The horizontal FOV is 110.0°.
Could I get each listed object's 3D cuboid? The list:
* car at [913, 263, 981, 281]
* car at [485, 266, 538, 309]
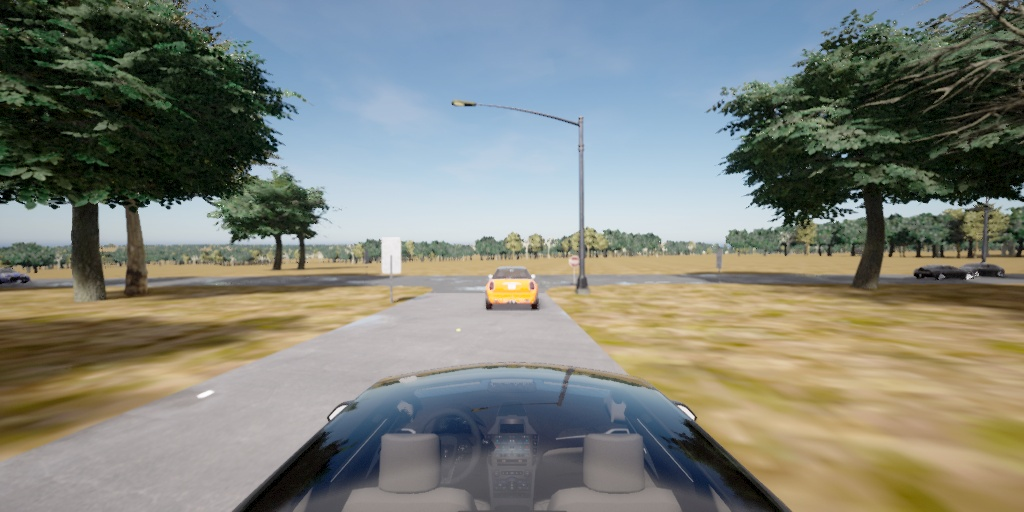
[{"bbox_3d":[42.628,1.622,35.457,4.892,1.490,1.837,0,2,-4],"label":"car"},{"bbox_3d":[-0.003,1.240,15.910,2.097,1.767,4.553,0,-1,0],"label":"car"}]
